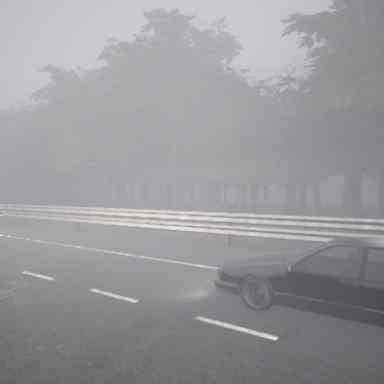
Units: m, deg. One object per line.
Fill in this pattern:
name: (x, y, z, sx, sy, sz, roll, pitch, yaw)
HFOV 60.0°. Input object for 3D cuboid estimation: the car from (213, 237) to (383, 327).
car: (3.053, 1.548, 5.990, 5.357, 1.411, 2.033, 0, 0, 36)
